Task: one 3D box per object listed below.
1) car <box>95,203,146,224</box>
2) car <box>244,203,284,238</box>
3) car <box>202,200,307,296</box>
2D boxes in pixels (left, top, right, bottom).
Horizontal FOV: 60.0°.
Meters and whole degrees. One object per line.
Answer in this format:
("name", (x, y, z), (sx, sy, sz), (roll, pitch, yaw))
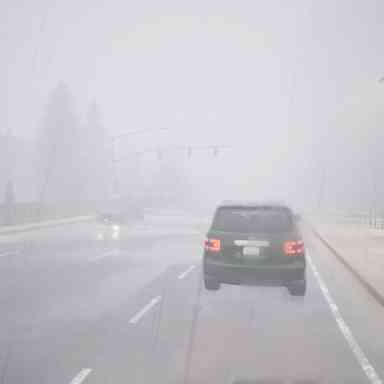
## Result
("car", (-5.200, 1.533, 25.211), (2.033, 1.411, 5.357), (0, 0, 14))
("car", (4.112, 1.456, 18.678), (1.882, 1.535, 5.008), (0, 0, 14))
("car", (1.724, 1.212, 8.919), (2.150, 2.045, 5.566), (0, 0, 13))
